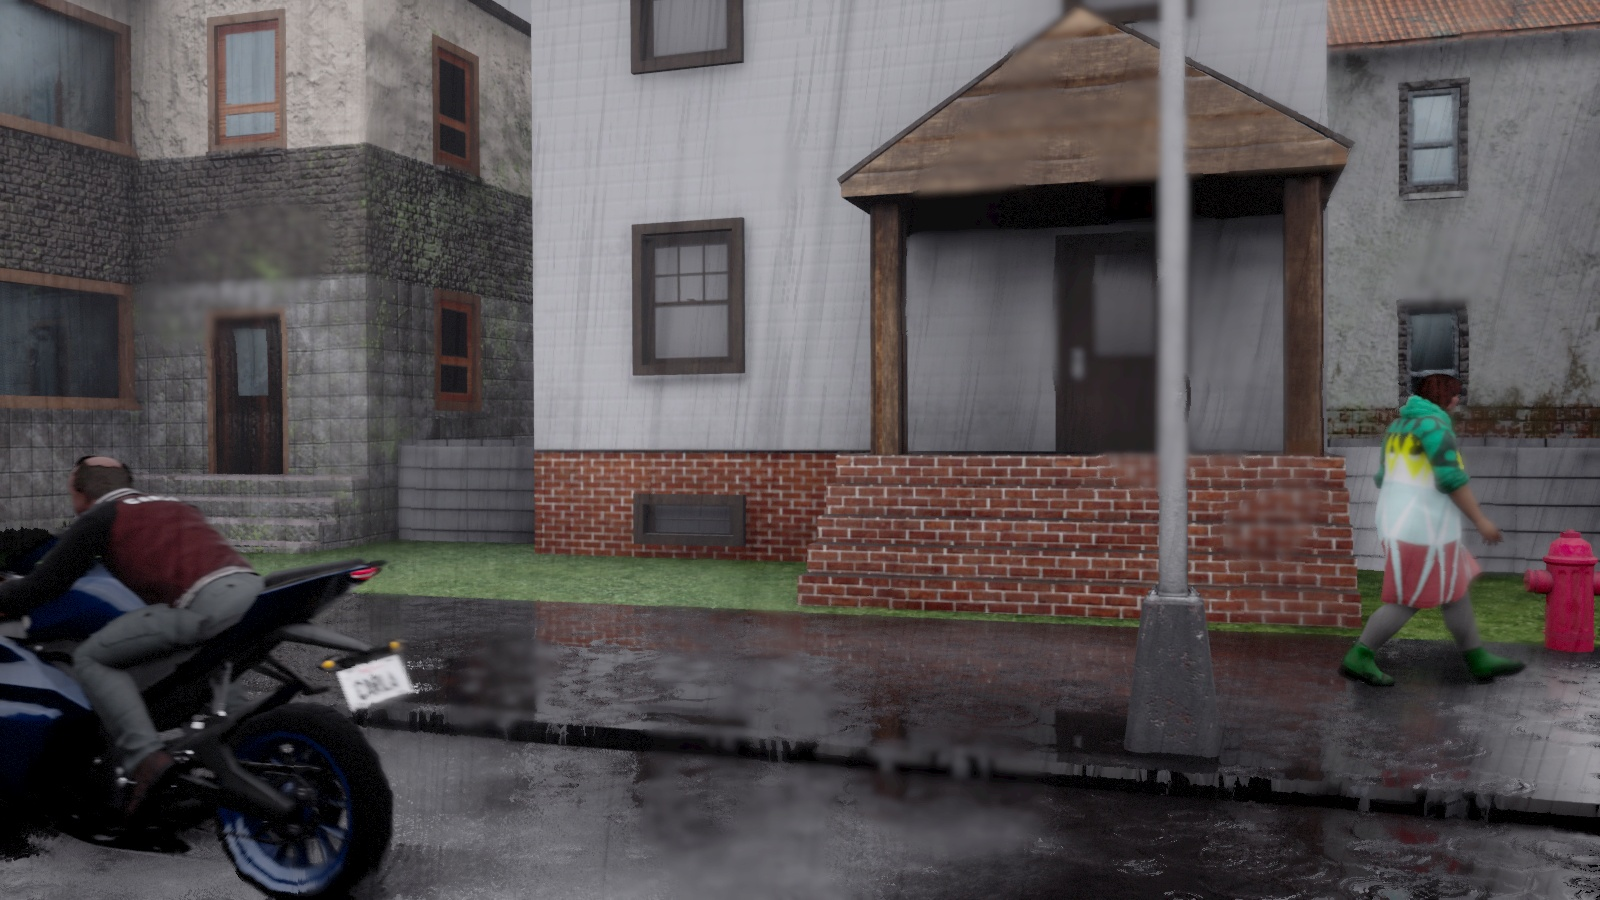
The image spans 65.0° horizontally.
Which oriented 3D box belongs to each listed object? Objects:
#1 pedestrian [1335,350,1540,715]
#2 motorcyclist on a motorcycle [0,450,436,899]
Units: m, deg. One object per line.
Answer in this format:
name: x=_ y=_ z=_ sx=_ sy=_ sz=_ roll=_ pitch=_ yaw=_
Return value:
pedestrian: x=3.581 y=0.436 z=7.124 sx=0.873 sy=1.952 sz=0.659 roll=0 pitch=1 yaw=12
motorcyclist on a motorcycle: x=-2.509 y=0.780 z=4.521 sx=2.191 sy=1.530 sz=0.866 roll=1 pitch=1 yaw=18
